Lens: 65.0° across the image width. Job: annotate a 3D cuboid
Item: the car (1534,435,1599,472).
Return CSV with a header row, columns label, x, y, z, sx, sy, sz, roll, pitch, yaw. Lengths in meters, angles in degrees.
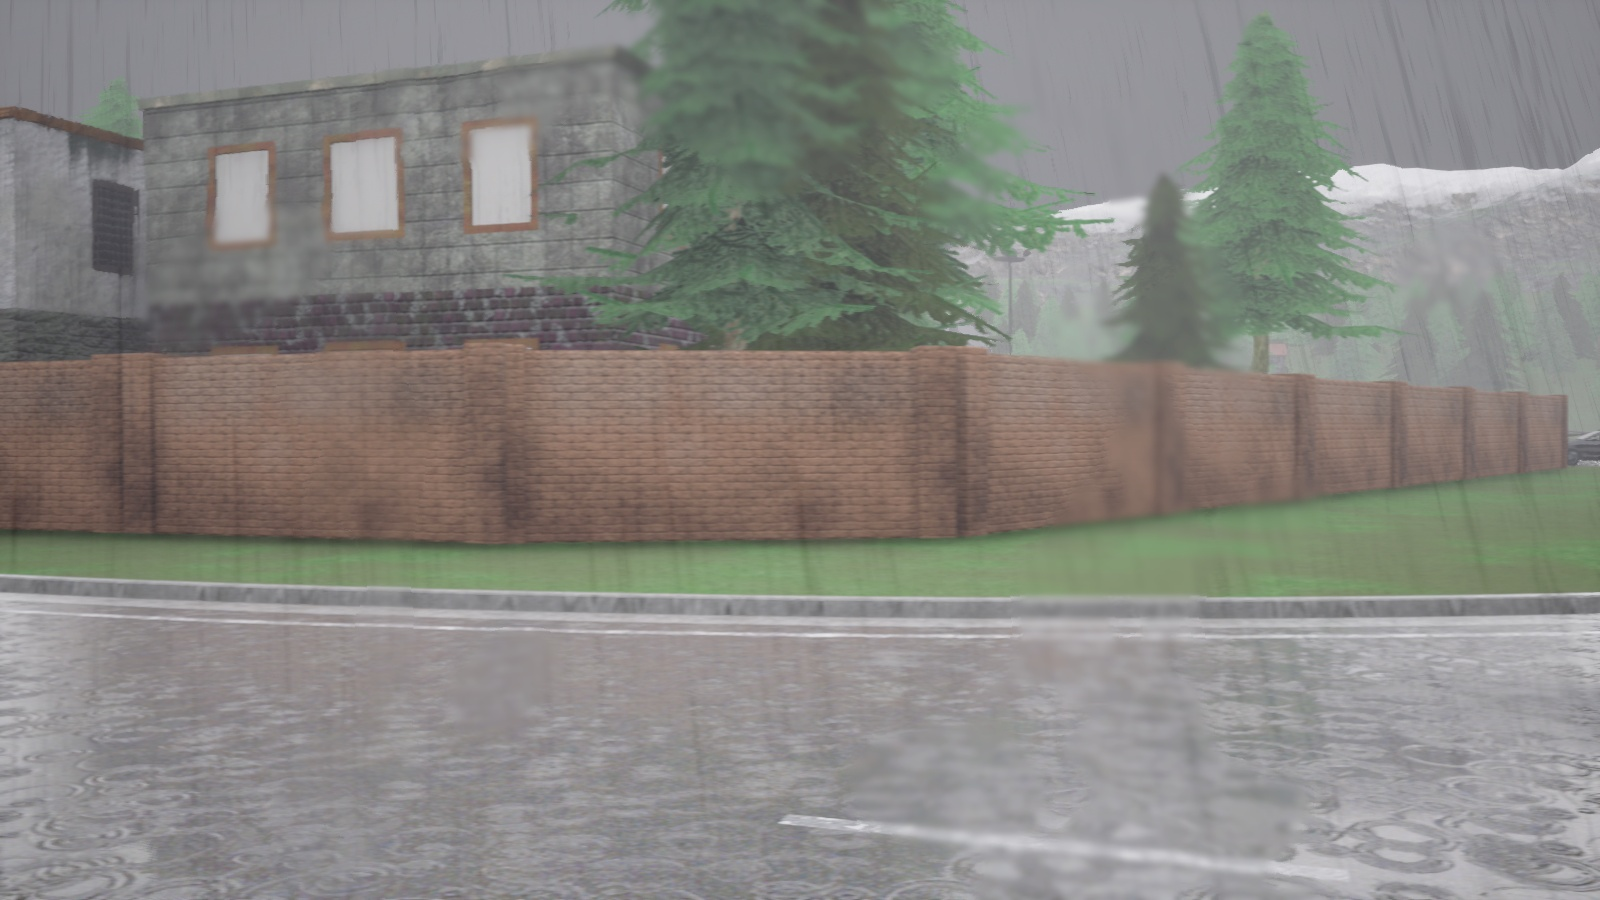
label,x,y,z,sx,sy,sz,roll,pitch,yaw
car,32.414,0.145,51.004,4.193,1.474,1.816,1,1,19
